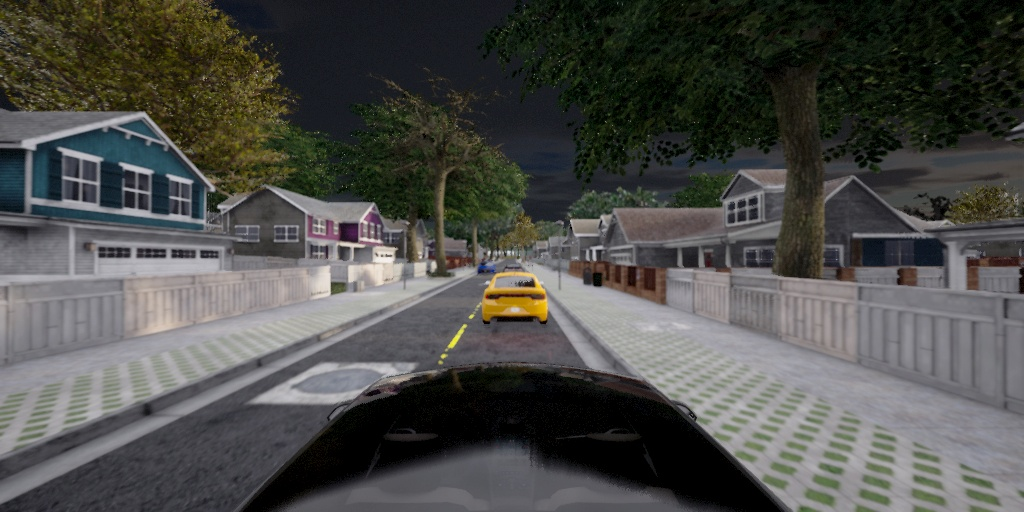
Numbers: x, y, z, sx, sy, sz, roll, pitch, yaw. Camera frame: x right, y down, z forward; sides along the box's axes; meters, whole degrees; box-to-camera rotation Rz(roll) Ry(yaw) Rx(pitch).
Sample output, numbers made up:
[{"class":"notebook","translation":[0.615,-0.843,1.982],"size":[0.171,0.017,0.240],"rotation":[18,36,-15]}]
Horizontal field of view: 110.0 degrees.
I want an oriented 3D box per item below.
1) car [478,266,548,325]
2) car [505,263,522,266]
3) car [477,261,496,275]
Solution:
[{"class":"car","translation":[0.092,1.274,12.026],"size":[1.882,1.535,5.008],"rotation":[0,0,0]},{"class":"car","translation":[0.125,1.333,31.770],"size":[2.128,1.511,4.902],"rotation":[0,0,0]},{"class":"car","translation":[-2.801,1.327,40.212],"size":[1.882,1.535,5.008],"rotation":[0,0,0]}]
